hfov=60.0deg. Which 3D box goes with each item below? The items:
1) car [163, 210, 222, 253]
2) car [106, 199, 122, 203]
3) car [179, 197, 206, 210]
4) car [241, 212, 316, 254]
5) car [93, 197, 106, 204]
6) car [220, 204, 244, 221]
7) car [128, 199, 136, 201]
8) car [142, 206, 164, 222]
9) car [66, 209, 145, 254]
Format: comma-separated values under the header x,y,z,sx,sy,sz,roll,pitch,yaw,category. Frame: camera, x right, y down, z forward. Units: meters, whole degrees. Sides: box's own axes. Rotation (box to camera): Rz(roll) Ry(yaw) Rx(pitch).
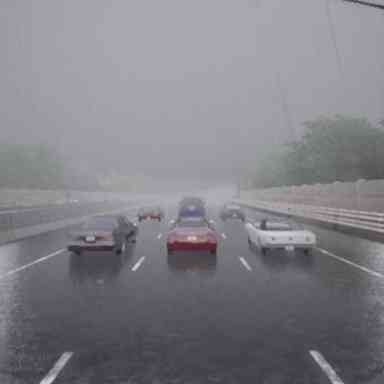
x,y,z,sx,sy,sz,roll,pitch,yaw,category
-0.001,1.694,14.276,1.994,1.385,4.181,0,0,0,car
-16.505,2.143,72.258,1.994,1.385,4.181,0,-1,2,car
0.008,1.460,28.996,2.150,2.045,5.566,0,0,0,car
3.498,1.729,14.105,1.895,1.301,4.718,0,0,0,car
-19.999,1.943,72.456,2.097,1.767,4.553,0,-1,2,car
3.514,1.773,29.335,1.812,1.442,4.674,0,0,1,car
-13.010,2.189,72.061,1.895,1.301,4.718,0,-1,2,car
-3.491,1.844,29.082,1.895,1.301,4.718,0,0,0,car
-3.503,1.674,13.982,2.033,1.411,5.357,0,0,0,car
